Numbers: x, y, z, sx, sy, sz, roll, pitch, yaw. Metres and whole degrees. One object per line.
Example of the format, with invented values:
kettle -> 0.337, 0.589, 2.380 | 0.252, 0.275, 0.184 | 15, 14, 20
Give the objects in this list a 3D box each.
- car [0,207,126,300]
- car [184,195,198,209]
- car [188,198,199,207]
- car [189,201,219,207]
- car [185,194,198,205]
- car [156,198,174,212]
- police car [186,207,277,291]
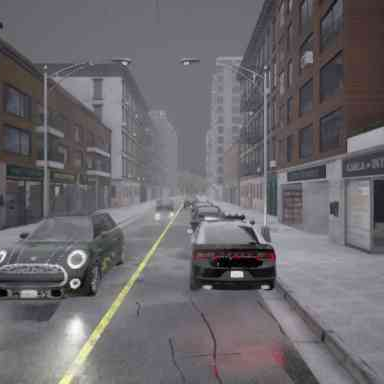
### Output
car -> -3.113, 1.350, 8.584 | 2.097, 1.767, 4.553 | 0, 0, 0
car -> -0.065, 1.323, 45.947 | 2.097, 1.767, 4.553 | 0, 0, 0
car -> 0.858, 1.468, 25.058 | 1.882, 1.535, 5.008 | 0, 0, 0
car -> 0.869, 1.499, 19.058 | 1.837, 1.490, 4.892 | 0, 0, 0
car -> -0.100, 1.306, 59.535 | 2.097, 1.767, 4.553 | 0, 0, 0
car -> -3.064, 1.456, 38.555 | 1.882, 1.535, 5.008 | 0, 0, 0
police car -> 0.886, 1.423, 9.168 | 1.930, 1.638, 5.238 | 0, 0, 0
